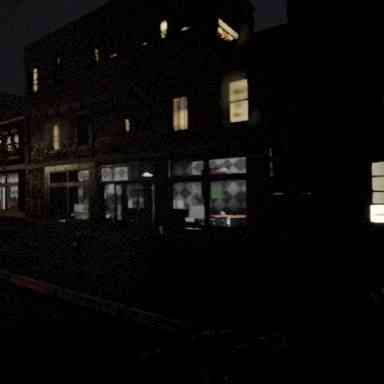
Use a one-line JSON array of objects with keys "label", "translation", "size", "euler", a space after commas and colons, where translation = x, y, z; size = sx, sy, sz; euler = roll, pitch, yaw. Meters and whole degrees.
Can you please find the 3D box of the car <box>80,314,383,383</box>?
[{"label": "car", "translation": [1.049, 1.566, 2.140], "size": [4.313, 1.339, 1.947], "euler": [0, -1, 36]}]
